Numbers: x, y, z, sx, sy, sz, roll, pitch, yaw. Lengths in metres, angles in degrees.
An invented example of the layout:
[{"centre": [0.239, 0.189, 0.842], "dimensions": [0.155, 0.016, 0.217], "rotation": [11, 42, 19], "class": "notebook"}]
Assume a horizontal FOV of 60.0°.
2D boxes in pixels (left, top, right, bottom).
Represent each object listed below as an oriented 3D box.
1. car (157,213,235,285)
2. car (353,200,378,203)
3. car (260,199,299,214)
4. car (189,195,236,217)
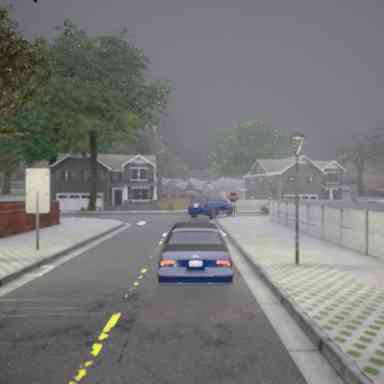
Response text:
[{"centre": [0.077, 1.579, 9.602], "dimensions": [2.033, 1.411, 5.357], "rotation": [0, 0, 0], "class": "car"}, {"centre": [19.563, 1.720, 38.164], "dimensions": [4.892, 1.490, 1.837], "rotation": [0, 0, -15], "class": "car"}, {"centre": [9.681, 1.508, 35.865], "dimensions": [4.553, 1.767, 2.097], "rotation": [0, 0, -13], "class": "car"}, {"centre": [1.904, 1.319, 30.224], "dimensions": [2.150, 2.045, 5.566], "rotation": [-2, -2, 34], "class": "car"}]
